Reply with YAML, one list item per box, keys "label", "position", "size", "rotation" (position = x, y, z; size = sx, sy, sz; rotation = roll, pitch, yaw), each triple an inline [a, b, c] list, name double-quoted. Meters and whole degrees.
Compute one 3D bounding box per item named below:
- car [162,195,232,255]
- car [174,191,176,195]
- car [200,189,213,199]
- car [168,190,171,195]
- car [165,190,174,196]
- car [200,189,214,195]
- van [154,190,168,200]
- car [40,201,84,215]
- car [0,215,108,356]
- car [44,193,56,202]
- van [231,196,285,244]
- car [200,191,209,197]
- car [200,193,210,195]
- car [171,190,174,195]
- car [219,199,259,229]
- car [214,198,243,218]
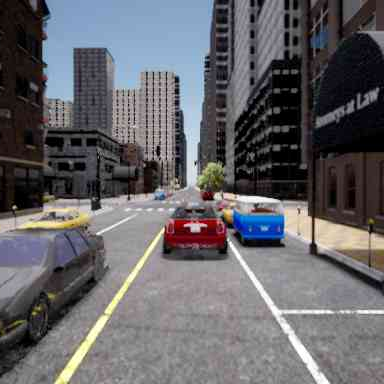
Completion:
- label: "car"
  position: [0.107, 1.149, 12.525]
  size: [2.097, 1.767, 4.553]
  rotation: [0, 1, 0]
- label: "car"
  position: [-5.661, 0.375, 80.007]
  size: [2.008, 1.369, 4.403]
  rotation: [0, 1, 0]
- label: "car"
  position: [2.712, 0.366, 63.433]
  size: [2.192, 1.841, 5.009]
  rotation: [0, 1, 0]
- label: "car"
  position: [-5.667, 0.491, 63.435]
  size: [1.967, 1.590, 4.097]
  rotation: [0, 1, 0]
- label: "car"
  position: [-5.659, 0.301, 85.531]
  size: [2.008, 1.369, 4.403]
  rotation: [0, 1, 0]
- label: "car"
  position: [2.710, 0.443, 57.909]
  size: [2.192, 1.841, 5.009]
  rotation: [0, 1, 0]
- label: "van"
  position: [-5.670, 0.469, 57.910]
  size: [1.690, 1.788, 3.998]
  rotation: [0, 1, 0]
- label: "car"
  position: [-5.685, 1.299, 14.035]
  size: [1.752, 1.417, 4.829]
  rotation: [0, 1, 0]
- label: "car"
  position: [-3.095, 1.441, 6.458]
  size: [2.033, 1.411, 5.357]
  rotation: [0, 1, 0]
- label: "car"
  position: [-21.390, 0.737, 45.750]
  size: [4.829, 1.417, 1.752]
  rotation: [0, 1, 0]
- label: "van"
  position: [2.694, 1.112, 14.199]
  size: [1.690, 1.788, 3.998]
  rotation: [0, 1, 0]
- label: "car"
  position: [2.717, 0.465, 74.484]
  size: [1.947, 1.339, 4.313]
  rotation: [0, 1, 0]
- label: "car"
  position: [0.111, 1.088, 24.550]
  size: [1.882, 1.535, 5.008]
  rotation: [0, 1, 0]
- label: "car"
  position: [-5.663, 0.339, 74.483]
  size: [1.967, 1.590, 4.097]
  rotation: [0, 1, 0]
- label: "car"
  position: [2.696, 1.205, 20.036]
  size: [1.752, 1.417, 4.829]
  rotation: [0, 1, 0]
- label: "car"
  position: [2.699, 1.177, 25.529]
  size: [1.802, 1.307, 4.206]
  rotation: [0, 1, 0]
